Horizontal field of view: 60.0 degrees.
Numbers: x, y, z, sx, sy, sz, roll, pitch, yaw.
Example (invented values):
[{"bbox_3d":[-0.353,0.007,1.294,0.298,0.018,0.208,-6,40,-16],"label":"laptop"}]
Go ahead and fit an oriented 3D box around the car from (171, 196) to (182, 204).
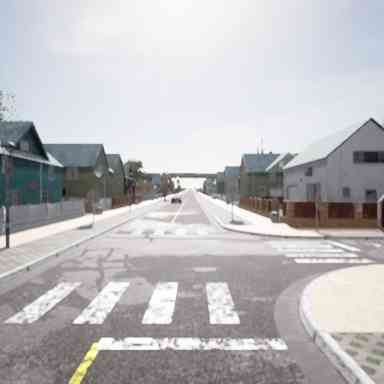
[{"bbox_3d":[-2.836,1.396,60.614,1.895,1.301,4.718,0,0,0],"label":"car"}]
